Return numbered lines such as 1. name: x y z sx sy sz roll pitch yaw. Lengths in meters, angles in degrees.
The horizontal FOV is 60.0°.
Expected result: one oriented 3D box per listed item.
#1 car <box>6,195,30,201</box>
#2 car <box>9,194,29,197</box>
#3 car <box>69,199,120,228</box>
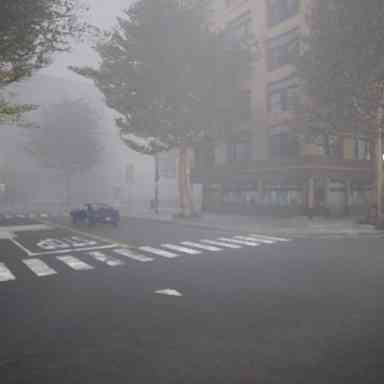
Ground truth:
1. car: -40.799 1.423 77.836 4.718 1.301 1.895 0 0 -36
2. car: -34.405 1.375 68.147 4.786 1.482 2.161 0 0 -36
3. car: -6.501 1.454 21.982 1.882 1.535 5.008 0 0 -36
